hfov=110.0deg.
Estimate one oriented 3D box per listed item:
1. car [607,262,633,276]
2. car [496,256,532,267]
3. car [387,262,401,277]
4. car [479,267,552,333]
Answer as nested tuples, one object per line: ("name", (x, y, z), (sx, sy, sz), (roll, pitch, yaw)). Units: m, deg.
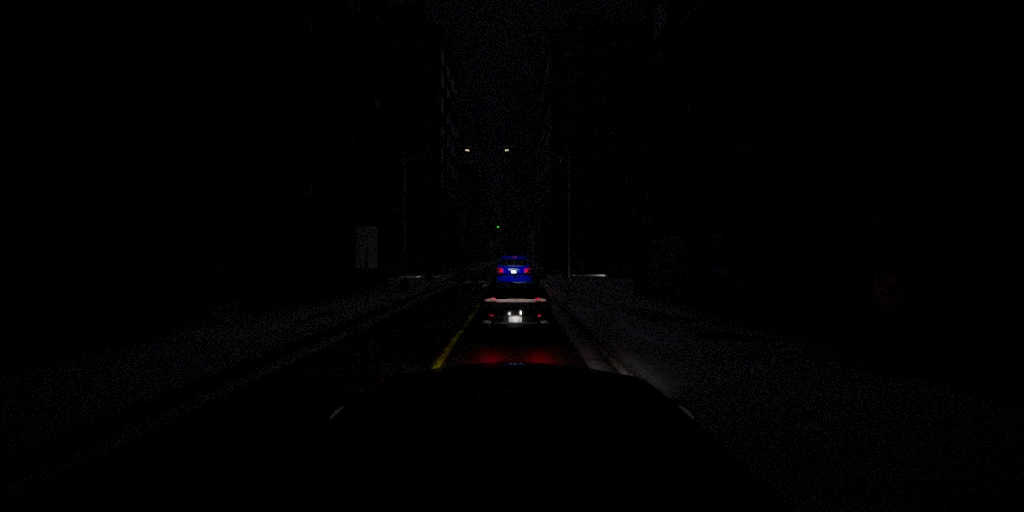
("car", (12.169, 1.349, 37.632), (4.181, 1.385, 1.994), (0, 0, 0))
("car", (0.132, 0.992, 23.180), (2.150, 2.045, 5.566), (0, 0, 1))
("car", (-13.585, 1.303, 34.816), (4.674, 1.442, 1.812), (0, 0, -1))
("car", (0.103, 1.250, 10.749), (2.128, 1.511, 4.902), (0, 0, 0))
